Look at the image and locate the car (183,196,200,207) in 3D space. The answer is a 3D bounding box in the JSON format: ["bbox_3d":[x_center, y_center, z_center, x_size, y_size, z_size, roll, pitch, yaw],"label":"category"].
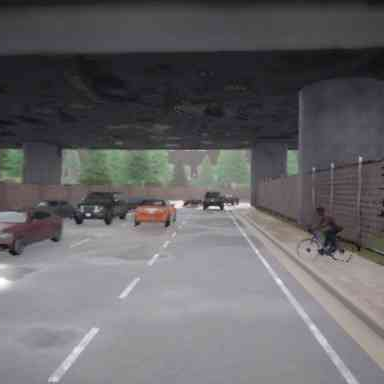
[{"bbox_3d":[0.291,1.241,44.445,1.895,1.301,4.718,1,0,14],"label":"car"}]

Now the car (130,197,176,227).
[{"bbox_3d":[-2.241,1.147,21.432,2.097,1.767,4.553,1,0,3],"label":"car"}]

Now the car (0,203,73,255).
[{"bbox_3d":[-6.463,1.339,12.523,1.812,1.442,4.674,1,0,3],"label":"car"}]

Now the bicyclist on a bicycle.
[{"bbox_3d":[3.929,1.269,9.807,1.656,1.620,0.582,1,0,3],"label":"bicyclist on a bicycle"}]

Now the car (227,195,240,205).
[{"bbox_3d":[5.733,1.175,49.502,1.837,1.490,4.892,1,1,22],"label":"car"}]

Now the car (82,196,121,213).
[{"bbox_3d":[-8.717,1.168,32.729,2.033,1.411,5.357,1,0,4],"label":"car"}]

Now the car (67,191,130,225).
[{"bbox_3d":[-5.893,0.964,22.155,2.150,2.045,5.566,1,0,3],"label":"car"}]

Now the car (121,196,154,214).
[{"bbox_3d":[-5.213,1.213,32.645,2.033,1.411,5.357,1,0,4],"label":"car"}]

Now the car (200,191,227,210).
[{"bbox_3d":[2.507,0.945,37.807,2.150,2.045,5.566,1,1,7],"label":"car"}]

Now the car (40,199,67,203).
[{"bbox_3d":[-9.394,1.221,22.414,1.812,1.442,4.674,1,0,3],"label":"car"}]
